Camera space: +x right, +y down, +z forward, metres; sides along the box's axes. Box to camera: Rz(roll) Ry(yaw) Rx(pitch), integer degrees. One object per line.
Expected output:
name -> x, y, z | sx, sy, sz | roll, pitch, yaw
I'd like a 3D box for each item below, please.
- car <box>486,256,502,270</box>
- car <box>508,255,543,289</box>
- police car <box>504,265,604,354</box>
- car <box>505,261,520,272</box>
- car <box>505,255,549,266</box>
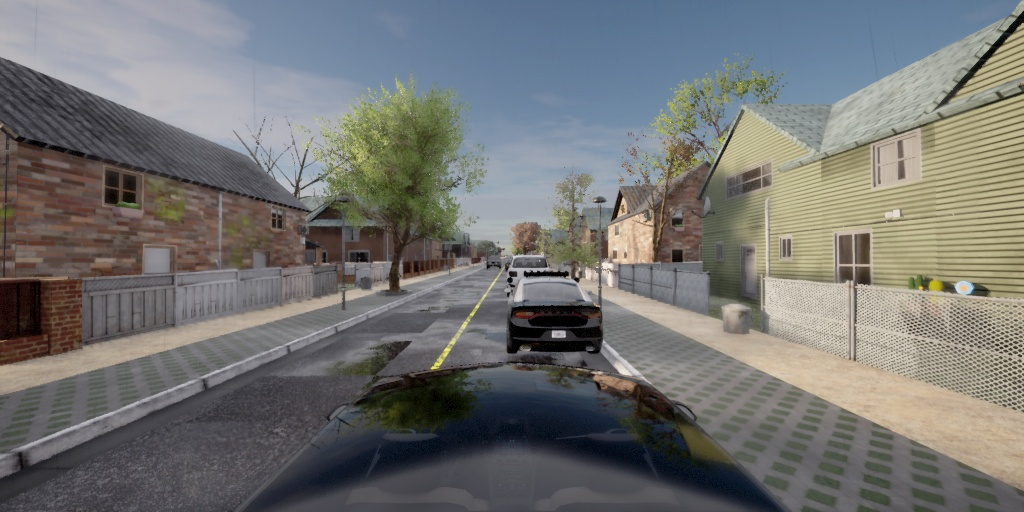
car -> -2.728, 0.964, 54.169 | 2.150, 2.045, 5.566 | 0, 0, 0
car -> 0.836, 0.979, 24.849 | 2.150, 2.045, 5.566 | 0, 0, 0
police car -> 0.828, 1.177, 8.925 | 1.930, 1.638, 5.238 | 0, 0, 0
car -> 0.051, 1.348, 46.662 | 1.895, 1.301, 4.718 | 0, 0, 1
car -> 0.833, 0.978, 18.848 | 2.150, 2.045, 5.566 | 0, 0, 0
